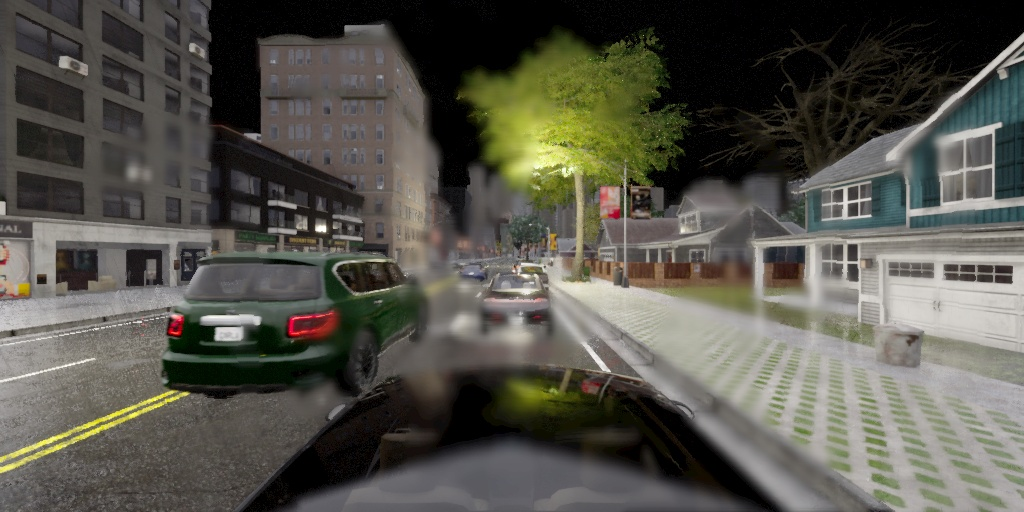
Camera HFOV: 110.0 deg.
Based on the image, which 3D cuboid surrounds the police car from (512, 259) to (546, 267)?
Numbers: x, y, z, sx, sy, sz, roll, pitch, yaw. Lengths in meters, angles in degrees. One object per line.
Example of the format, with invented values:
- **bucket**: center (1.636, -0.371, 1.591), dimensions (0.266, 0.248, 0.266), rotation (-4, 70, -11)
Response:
- **police car**: center (1.059, 1.166, 20.681), dimensions (1.930, 1.638, 5.238), rotation (0, 0, 0)

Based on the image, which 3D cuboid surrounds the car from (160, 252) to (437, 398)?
- **car**: center (-3.129, 0.969, 6.669), dimensions (2.150, 2.045, 5.566), rotation (0, 0, 0)

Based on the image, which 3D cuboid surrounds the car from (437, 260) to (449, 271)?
- **car**: center (-9.644, 1.281, 47.623), dimensions (1.994, 1.385, 4.181), rotation (0, 0, 0)

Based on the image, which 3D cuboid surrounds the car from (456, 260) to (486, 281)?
- **car**: center (-3.028, 1.297, 29.298), dimensions (1.994, 1.385, 4.181), rotation (0, 0, 0)

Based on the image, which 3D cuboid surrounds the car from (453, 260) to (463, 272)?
- **car**: center (-6.401, 1.265, 46.624), dimensions (2.033, 1.411, 5.357), rotation (0, 0, 0)

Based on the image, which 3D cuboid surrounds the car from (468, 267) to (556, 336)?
- **car**: center (0.137, 1.239, 10.432), dimensions (2.128, 1.511, 4.902), rotation (0, 0, 0)
